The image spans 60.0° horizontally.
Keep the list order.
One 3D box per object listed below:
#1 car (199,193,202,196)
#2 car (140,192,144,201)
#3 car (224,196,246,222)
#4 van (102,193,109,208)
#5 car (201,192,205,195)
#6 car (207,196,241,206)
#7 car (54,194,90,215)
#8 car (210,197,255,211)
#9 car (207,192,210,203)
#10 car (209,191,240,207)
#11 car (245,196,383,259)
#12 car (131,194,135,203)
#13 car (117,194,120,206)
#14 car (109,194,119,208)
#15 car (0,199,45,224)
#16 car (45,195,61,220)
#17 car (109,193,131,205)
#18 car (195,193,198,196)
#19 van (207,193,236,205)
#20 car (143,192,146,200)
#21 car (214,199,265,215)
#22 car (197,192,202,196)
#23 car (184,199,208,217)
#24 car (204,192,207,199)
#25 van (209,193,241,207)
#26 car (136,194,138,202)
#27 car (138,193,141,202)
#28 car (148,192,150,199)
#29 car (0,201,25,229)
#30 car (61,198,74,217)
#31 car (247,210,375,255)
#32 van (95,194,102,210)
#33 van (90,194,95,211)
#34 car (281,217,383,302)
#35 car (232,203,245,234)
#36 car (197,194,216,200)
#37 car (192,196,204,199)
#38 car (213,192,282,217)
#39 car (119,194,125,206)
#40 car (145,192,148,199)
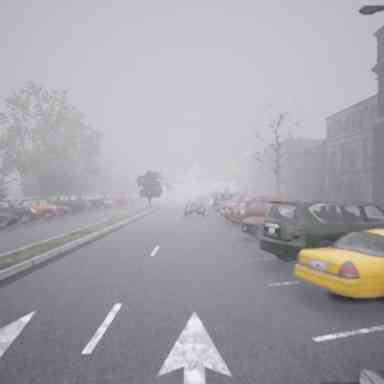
[{"bbox_3d":[4.818,1.386,73.858,5.008,1.535,2.097,1,0,-22],"label":"car"},{"bbox_3d":[-13.392,1.428,71.314,4.792,1.488,2.163,-1,0,-21],"label":"car"},{"bbox_3d":[4.881,1.372,22.663,4.553,1.767,2.185,1,0,-20],"label":"car"},{"bbox_3d":[-13.098,1.225,41.669,4.442,1.987,1.878,-1,0,-20],"label":"van"},{"bbox_3d":[4.926,1.276,67.812,4.553,1.767,2.185,1,0,-21],"label":"car"},{"bbox_3d":[5.051,1.466,52.748,4.792,1.488,2.163,1,0,-20],"label":"car"},{"bbox_3d":[-13.256,1.219,32.683,5.566,2.045,2.435,-1,0,-20],"label":"car"},{"bbox_3d":[4.989,1.461,40.704,5.008,1.535,2.097,1,0,-20],"label":"car"},{"bbox_3d":[5.003,1.216,37.714,5.566,2.045,2.435,1,0,-20],"label":"car"},{"bbox_3d":[4.932,1.228,31.673,5.566,2.045,2.435,1,0,-20],"label":"car"},{"bbox_3d":[4.850,1.261,10.618,5.566,2.045,2.435,1,0,-20],"label":"car"},{"bbox_3d":[-13.004,1.419,56.570,5.366,1.575,1.946,-1,0,-20],"label":"car"},{"bbox_3d":[-13.213,1.471,47.565,4.792,1.488,2.163,-1,0,-20],"label":"car"},{"bbox_3d":[-13.020,1.442,44.668,5.366,1.575,1.946,-1,0,-20],"label":"car"},{"bbox_3d":[-13.290,1.361,23.758,4.553,1.767,2.185,-1,0,-20],"label":"car"},{"bbox_3d":[-13.217,1.355,26.749,4.553,1.767,2.185,-1,0,-20],"label":"car"},{"bbox_3d":[-13.203,1.179,53.516,5.566,2.045,2.435,-1,0,-20],"label":"car"},{"bbox_3d":[4.479,1.113,82.897,5.566,2.045,2.435,1,0,-23],"label":"car"},{"bbox_3d":[4.923,1.202,55.703,4.442,1.987,1.878,1,0,-20],"label":"van"},{"bbox_3d":[-13.418,1.421,74.308,4.792,1.488,2.163,-1,0,-22],"label":"car"},{"bbox_3d":[4.937,1.502,34.682,4.792,1.488,2.163,1,0,-20],"label":"car"},{"bbox_3d":[4.632,1.372,79.893,5.008,1.535,2.097,1,0,-23],"label":"car"},{"bbox_3d":[0.258,1.591,31.190,1.895,1.301,4.718,0,0,1],"label":"car"},{"bbox_3d":[5.024,1.204,43.722,5.566,2.045,2.435,1,0,-20],"label":"car"},{"bbox_3d":[4.912,1.215,49.678,4.442,1.987,1.878,1,0,-20],"label":"van"},{"bbox_3d":[-13.182,1.288,62.448,4.553,1.767,2.185,-1,0,-20],"label":"car"},{"bbox_3d":[-13.237,1.408,65.404,5.008,1.535,2.097,-1,0,-21],"label":"car"},{"bbox_3d":[-13.975,1.376,83.094,5.366,1.575,1.946,-1,0,-23],"label":"car"},{"bbox_3d":[-13.247,1.522,20.389,4.792,1.488,2.163,-1,0,-20],"label":"car"},{"bbox_3d":[-13.239,1.515,29.721,4.674,1.452,2.002,-1,0,-20],"label":"car"},{"bbox_3d":[4.846,1.554,13.620,4.674,1.452,2.002,1,0,-20],"label":"car"},{"bbox_3d":[-13.105,1.231,38.691,4.442,1.987,1.878,-1,0,-20],"label":"van"},{"bbox_3d":[-13.111,1.237,35.714,4.442,1.987,1.878,-1,0,-20],"label":"van"},{"bbox_3d":[4.976,1.503,7.643,5.366,1.575,1.946,1,0,-20],"label":"car"},{"bbox_3d":[4.873,1.511,16.645,5.008,1.535,2.097,1,0,-20],"label":"car"},{"bbox_3d":[4.015,1.383,91.963,4.674,1.452,2.002,1,0,-24],"label":"car"},{"bbox_3d":[0.303,1.561,45.767,1.895,1.301,4.718,0,0,1],"label":"car"},{"bbox_3d":[4.907,1.240,25.659,5.566,2.045,2.435,1,0,-20],"label":"car"},{"bbox_3d":[-13.154,1.465,50.568,4.792,1.488,2.163,-1,0,-20],"label":"car"},{"bbox_3d":[-13.541,1.387,77.251,5.008,1.535,2.097,-1,0,-22],"label":"car"}]
